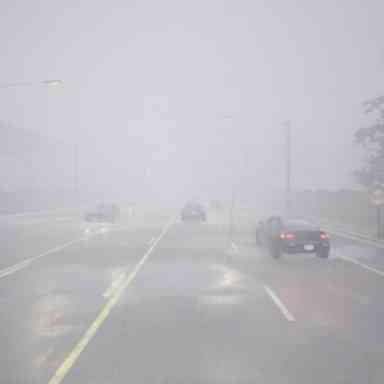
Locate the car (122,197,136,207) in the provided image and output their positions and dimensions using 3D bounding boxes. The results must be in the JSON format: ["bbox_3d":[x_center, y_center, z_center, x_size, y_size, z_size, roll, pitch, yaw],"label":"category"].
[{"bbox_3d":[-10.488,1.615,55.012,1.812,1.442,4.674,0,0,1],"label":"car"}]

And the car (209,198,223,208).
[{"bbox_3d":[3.633,1.637,50.908,2.033,1.411,5.357,0,0,0],"label":"car"}]

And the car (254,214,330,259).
[{"bbox_3d":[3.610,1.548,12.560,1.812,1.442,4.674,0,0,0],"label":"car"}]

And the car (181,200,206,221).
[{"bbox_3d":[0.120,1.614,27.648,1.994,1.385,4.181,0,0,0],"label":"car"}]

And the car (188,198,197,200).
[{"bbox_3d":[0.134,1.636,53.531,2.033,1.411,5.357,0,0,0],"label":"car"}]

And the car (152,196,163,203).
[{"bbox_3d":[-6.954,1.549,67.549,2.033,1.411,5.357,0,1,0],"label":"car"}]

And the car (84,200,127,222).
[{"bbox_3d":[-7.051,1.597,26.902,2.033,1.411,5.357,0,0,0],"label":"car"}]
